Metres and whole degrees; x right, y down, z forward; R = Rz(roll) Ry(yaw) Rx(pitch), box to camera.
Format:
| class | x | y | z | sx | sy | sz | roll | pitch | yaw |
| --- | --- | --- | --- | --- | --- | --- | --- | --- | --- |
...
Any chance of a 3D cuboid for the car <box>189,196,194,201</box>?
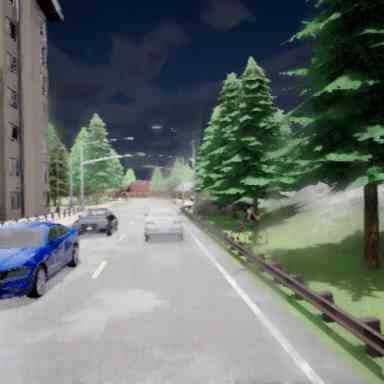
| class | x | y | z | sx | sy | sz | roll | pitch | yaw |
| --- | --- | --- | --- | --- | --- | --- | --- | --- | --- |
| car | 1.992 | 1.010 | 70.414 | 4.605 | 1.855 | 1.932 | -1 | 0 | -6 |

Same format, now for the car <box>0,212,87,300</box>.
| class | x | y | z | sx | sy | sz | roll | pitch | yaw |
| --- | --- | --- | --- | --- | --- | --- | --- | --- | --- |
| car | -4.380 | 1.562 | 8.808 | 1.882 | 1.535 | 5.008 | -1 | 0 | -6 |

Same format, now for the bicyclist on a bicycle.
| class | x | y | z | sx | sy | sz | roll | pitch | yaw |
| --- | --- | --- | --- | --- | --- | --- | --- | --- | --- |
| bicyclist on a bicycle | 2.292 | 1.386 | 13.410 | 1.656 | 1.620 | 0.582 | -2 | 0 | -6 |

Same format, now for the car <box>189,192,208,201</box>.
| class | x | y | z | sx | sy | sz | roll | pitch | yaw |
| --- | --- | --- | --- | --- | --- | --- | --- | --- | --- |
| car | 1.331 | 1.023 | 72.870 | 3.866 | 1.878 | 1.905 | -1 | 0 | -6 |

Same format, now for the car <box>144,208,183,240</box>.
| class | x | y | z | sx | sy | sz | roll | pitch | yaw |
| --- | --- | --- | --- | --- | --- | --- | --- | --- | --- |
| car | -1.471 | 1.536 | 17.073 | 1.812 | 1.442 | 4.674 | -1 | 0 | -6 |

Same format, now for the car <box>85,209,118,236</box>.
| class | x | y | z | sx | sy | sz | roll | pitch | yaw |
| --- | --- | --- | --- | --- | --- | --- | --- | --- | --- |
| car | -5.348 | 1.657 | 18.736 | 1.994 | 1.385 | 4.181 | -1 | 0 | -5 |
